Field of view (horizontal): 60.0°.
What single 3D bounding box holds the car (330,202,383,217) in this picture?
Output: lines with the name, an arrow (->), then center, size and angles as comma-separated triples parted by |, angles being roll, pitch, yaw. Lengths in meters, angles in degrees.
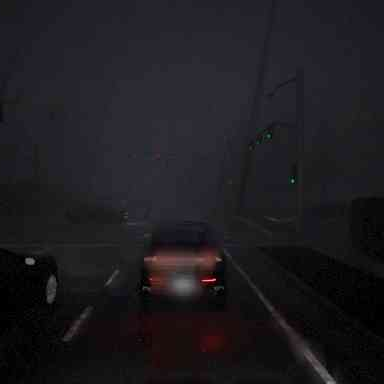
car -> 15.465, 1.603, 30.676 | 4.718, 1.301, 1.895 | 0, 0, 0

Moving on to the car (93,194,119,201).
car -> -11.438, 1.225, 43.418 | 2.150, 2.045, 5.566 | 0, 0, -2

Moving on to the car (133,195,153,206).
car -> -8.119, 1.568, 55.248 | 1.994, 1.385, 4.181 | 0, 0, -1

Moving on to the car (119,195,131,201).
car -> -11.591, 1.509, 53.246 | 1.837, 1.490, 4.892 | 0, 0, -1

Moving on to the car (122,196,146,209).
car -> -7.981, 1.605, 46.482 | 1.895, 1.301, 4.718 | 0, 0, -1

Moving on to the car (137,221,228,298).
car -> -0.245, 1.492, 8.517 | 2.128, 1.511, 4.902 | 0, 0, -2

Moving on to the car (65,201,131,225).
car -> -6.777, 1.566, 23.654 | 4.181, 1.385, 1.994 | 0, 0, 0

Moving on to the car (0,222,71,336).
car -> -3.612, 1.478, 4.852 | 1.882, 1.535, 5.008 | 0, 0, -2

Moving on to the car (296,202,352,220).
car -> 11.393, 1.549, 27.211 | 5.357, 1.411, 2.033 | 0, 0, 0

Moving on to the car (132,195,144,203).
car -> -11.845, 1.484, 73.227 | 1.882, 1.535, 5.008 | 0, 0, -1

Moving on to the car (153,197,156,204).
car -> -8.239, 1.531, 65.070 | 1.812, 1.442, 4.674 | 0, 0, -1
